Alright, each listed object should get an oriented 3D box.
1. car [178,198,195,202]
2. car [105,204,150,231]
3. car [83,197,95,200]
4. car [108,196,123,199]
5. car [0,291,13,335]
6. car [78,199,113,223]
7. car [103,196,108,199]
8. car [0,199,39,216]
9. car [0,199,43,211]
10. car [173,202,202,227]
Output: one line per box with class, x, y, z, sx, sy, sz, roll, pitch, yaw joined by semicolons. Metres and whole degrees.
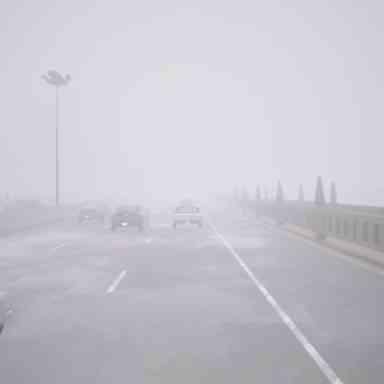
car;-0.693;1.521;41.594;1.837;1.490;4.892;0;0;-1
car;-3.786;1.526;20.872;1.837;1.490;4.892;0;0;-1
car;-22.412;1.700;72.771;1.895;1.301;4.718;0;0;-1
car;-15.337;1.604;69.056;2.128;1.511;4.902;0;0;-1
car;-3.486;1.614;2.635;1.895;1.301;4.718;0;0;0
car;-7.379;1.561;25.612;1.812;1.442;4.674;0;0;-1
car;-18.965;1.634;75.511;2.033;1.411;5.357;0;0;-1
car;-18.264;1.583;35.393;1.837;1.490;4.892;0;0;-1
car;-14.636;1.415;28.703;2.097;1.767;4.553;0;0;-1
car;-0.323;1.610;22.878;1.895;1.301;4.718;0;0;-1
